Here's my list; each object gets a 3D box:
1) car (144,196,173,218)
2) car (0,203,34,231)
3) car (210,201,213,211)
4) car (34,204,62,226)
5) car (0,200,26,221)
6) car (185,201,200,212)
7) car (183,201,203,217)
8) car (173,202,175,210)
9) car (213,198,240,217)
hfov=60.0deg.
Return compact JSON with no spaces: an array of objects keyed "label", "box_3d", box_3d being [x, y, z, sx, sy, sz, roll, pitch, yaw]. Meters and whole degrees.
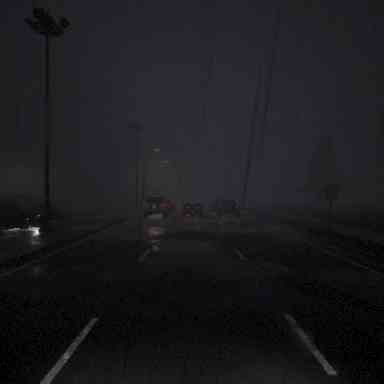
[{"label":"car","box_3d":[-3.422,1.406,33.046,2.150,2.045,5.566,0,0,1]},{"label":"car","box_3d":[-11.513,1.455,19.334,2.097,1.767,4.553,0,0,1]},{"label":"car","box_3d":[3.603,1.604,44.628,2.097,1.767,4.553,0,0,0]},{"label":"car","box_3d":[-11.444,1.666,25.316,1.812,1.442,4.674,0,0,0]},{"label":"car","box_3d":[-14.944,1.378,25.326,2.128,1.511,4.902,0,0,0]},{"label":"car","box_3d":[0.100,1.852,44.617,1.895,1.301,4.718,0,0,0]},{"label":"car","box_3d":[0.087,1.681,33.712,2.128,1.511,4.902,0,0,0]},{"label":"car","box_3d":[-3.406,1.811,44.207,1.994,1.385,4.181,0,0,1]},{"label":"car","box_3d":[3.592,1.545,34.083,2.097,1.767,4.553,0,0,1]}]
